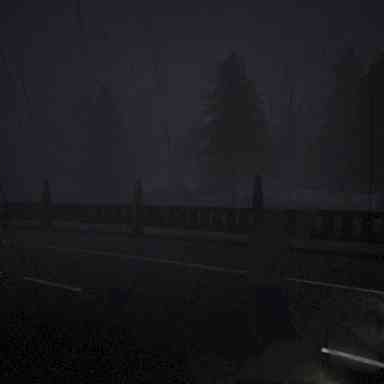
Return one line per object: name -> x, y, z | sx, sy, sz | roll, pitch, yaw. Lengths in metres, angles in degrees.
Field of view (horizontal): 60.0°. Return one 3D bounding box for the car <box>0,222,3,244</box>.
car -> -9.931, 1.314, 13.542 | 4.553, 1.767, 2.097 | 0, 0, 27
